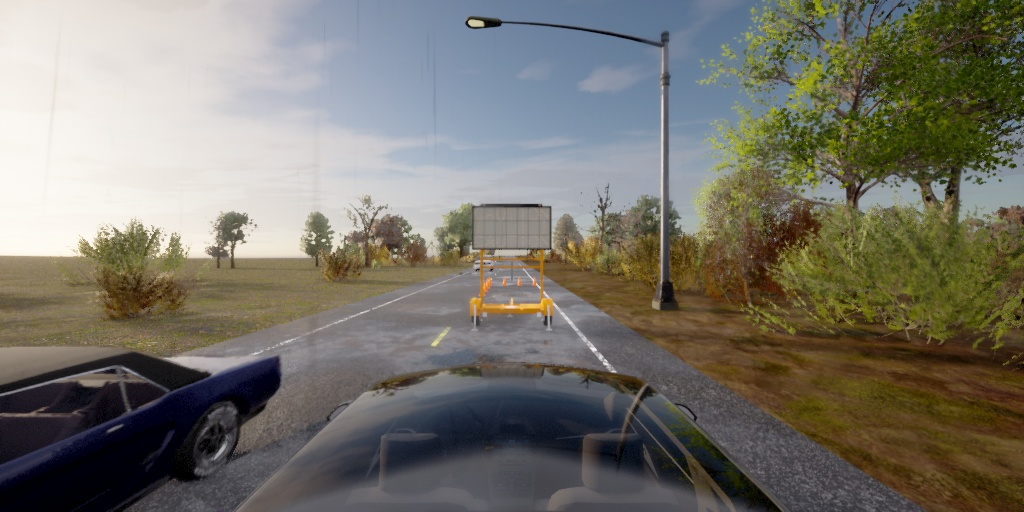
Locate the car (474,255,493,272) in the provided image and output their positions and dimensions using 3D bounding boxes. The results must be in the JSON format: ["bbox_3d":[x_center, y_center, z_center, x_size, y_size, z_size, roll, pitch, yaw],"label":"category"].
[{"bbox_3d":[-3.614,0.942,46.268,2.150,2.045,5.566,0,0,0],"label":"car"}]

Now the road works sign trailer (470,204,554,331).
[{"bbox_3d":[-0.003,0.214,11.009,2.380,3.560,2.880,0,0,0],"label":"road works sign trailer"}]

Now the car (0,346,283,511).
[{"bbox_3d":[-3.601,1.351,1.927,1.895,1.301,4.718,0,0,0],"label":"car"}]
